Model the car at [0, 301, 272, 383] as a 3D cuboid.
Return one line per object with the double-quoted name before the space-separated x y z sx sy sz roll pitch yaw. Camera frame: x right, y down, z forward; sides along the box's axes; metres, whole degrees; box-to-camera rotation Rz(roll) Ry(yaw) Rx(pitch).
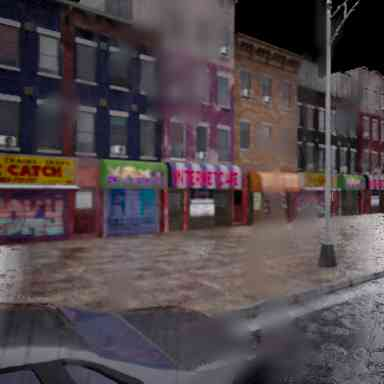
"car" -1.821 1.534 1.810 5.357 1.411 2.033 0 0 -35
